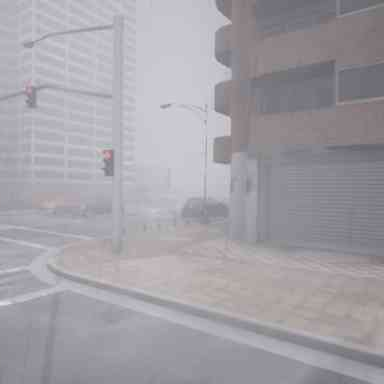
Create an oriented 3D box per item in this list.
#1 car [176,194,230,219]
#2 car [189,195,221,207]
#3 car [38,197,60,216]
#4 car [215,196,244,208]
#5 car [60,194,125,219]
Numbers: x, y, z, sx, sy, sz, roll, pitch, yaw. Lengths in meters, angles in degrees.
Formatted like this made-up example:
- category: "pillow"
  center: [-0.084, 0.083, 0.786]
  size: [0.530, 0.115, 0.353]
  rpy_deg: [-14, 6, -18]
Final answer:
- category: "car"
  center: [1.187, 1.170, 26.003]
  size: [2.097, 1.767, 4.553]
  rpy_deg: [1, 0, 35]
- category: "car"
  center: [1.775, 1.159, 45.233]
  size: [1.882, 1.535, 5.008]
  rpy_deg: [1, 0, 36]
- category: "car"
  center: [-10.493, 1.032, 28.015]
  size: [2.097, 1.767, 4.553]
  rpy_deg: [1, 1, 35]
- category: "car"
  center: [4.950, 1.291, 43.658]
  size: [1.994, 1.385, 4.181]
  rpy_deg: [1, 0, 36]
- category: "car"
  center: [-7.528, 1.078, 26.147]
  size: [2.097, 1.767, 4.553]
  rpy_deg: [1, 1, 35]
